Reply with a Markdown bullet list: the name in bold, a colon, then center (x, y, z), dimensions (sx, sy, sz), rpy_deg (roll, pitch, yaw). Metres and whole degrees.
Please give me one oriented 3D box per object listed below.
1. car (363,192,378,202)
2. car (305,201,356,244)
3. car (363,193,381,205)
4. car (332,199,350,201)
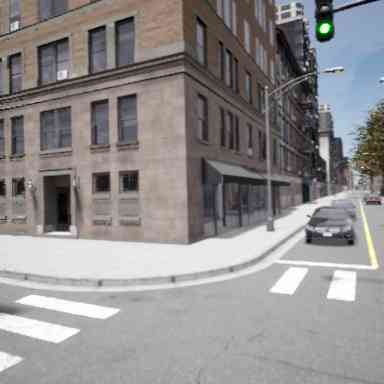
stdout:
- **car**: center (28.325, 0.812, 52.867), dimensions (1.994, 1.385, 4.181), rpy_deg (-2, 0, 26)
- **car**: center (6.261, 1.360, 14.967), dimensions (1.812, 1.442, 4.674), rpy_deg (-2, 0, 26)
- **car**: center (23.758, 0.912, 43.656), dimensions (2.033, 1.411, 5.357), rpy_deg (-2, 0, 27)
- **car**: center (10.875, 1.257, 24.290), dimensions (2.033, 1.411, 5.357), rpy_deg (-2, 0, 26)
